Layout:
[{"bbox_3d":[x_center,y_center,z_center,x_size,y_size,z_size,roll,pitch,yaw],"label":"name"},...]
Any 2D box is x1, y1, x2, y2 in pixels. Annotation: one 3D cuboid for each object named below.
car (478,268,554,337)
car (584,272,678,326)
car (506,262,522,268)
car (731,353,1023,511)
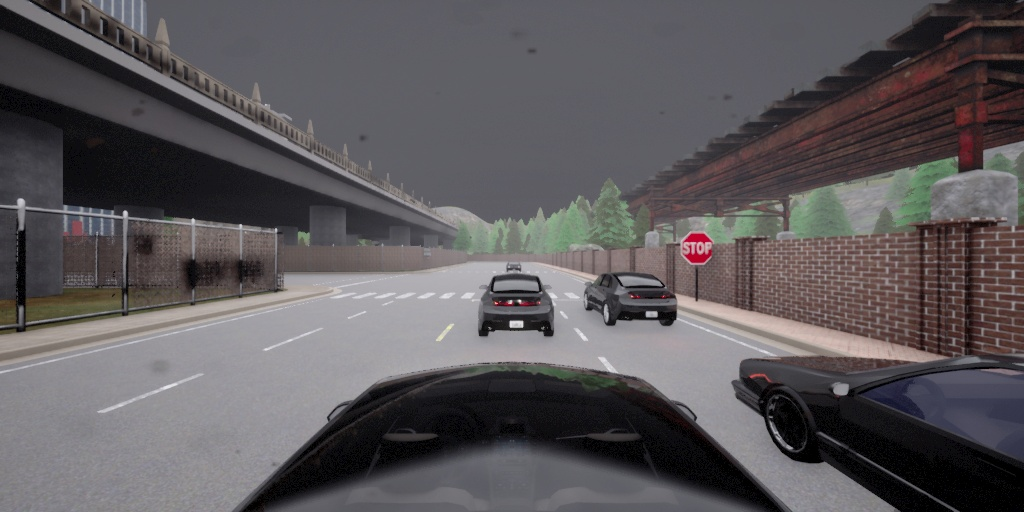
[{"bbox_3d":[0.103,1.254,10.293,1.837,1.490,4.892,0,0,0],"label":"car"},{"bbox_3d":[3.605,1.254,11.651,1.837,1.490,4.892,0,0,0],"label":"car"},{"bbox_3d":[0.218,1.348,45.463,1.895,1.301,4.718,0,0,-1],"label":"car"},{"bbox_3d":[3.600,1.297,1.904,2.033,1.411,5.357,0,0,0],"label":"car"}]
